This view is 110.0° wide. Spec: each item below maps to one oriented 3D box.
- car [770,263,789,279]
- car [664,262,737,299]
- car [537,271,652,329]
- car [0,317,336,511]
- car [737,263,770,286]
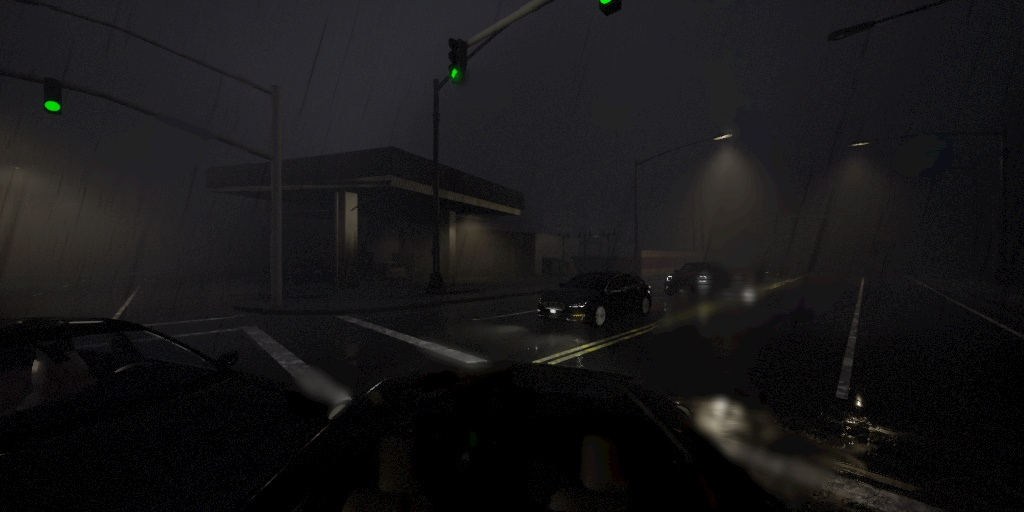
[{"bbox_3d":[23.586,1.313,32.446,4.181,1.385,1.994,0,0,-45],"label":"car"},{"bbox_3d":[9.610,1.102,18.397,2.097,1.767,4.553,0,0,45],"label":"car"},{"bbox_3d":[2.812,1.255,11.510,1.837,1.490,4.892,0,0,44],"label":"car"},{"bbox_3d":[-3.435,1.242,2.455,4.902,1.511,2.128,0,0,15],"label":"car"},{"bbox_3d":[16.495,1.313,25.349,1.994,1.385,4.181,0,0,44],"label":"car"}]
